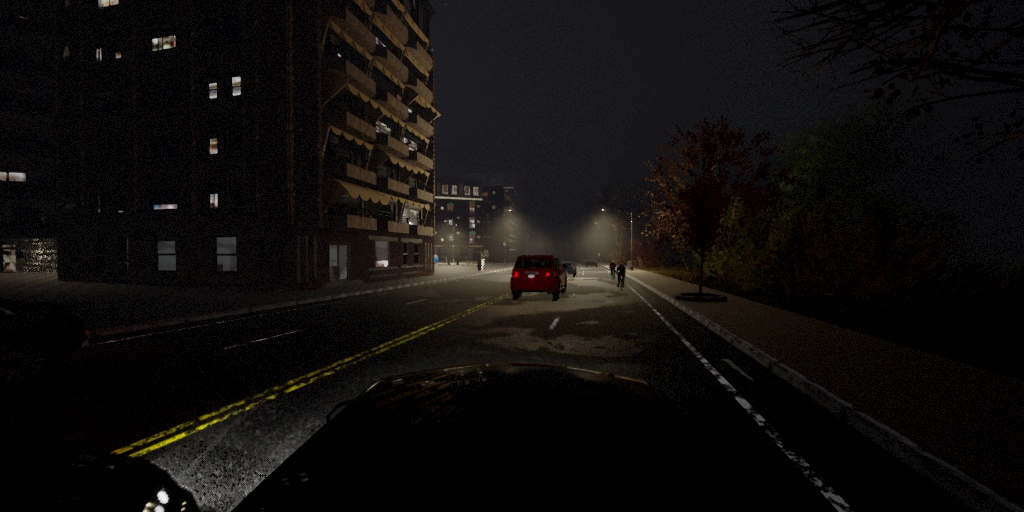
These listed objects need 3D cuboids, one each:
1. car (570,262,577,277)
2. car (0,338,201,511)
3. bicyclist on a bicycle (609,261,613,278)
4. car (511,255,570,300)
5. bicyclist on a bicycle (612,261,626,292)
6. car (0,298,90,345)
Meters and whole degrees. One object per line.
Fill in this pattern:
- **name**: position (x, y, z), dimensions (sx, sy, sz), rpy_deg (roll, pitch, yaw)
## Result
- **car**: position (5.480, 1.266, 35.766), dimensions (1.812, 1.442, 4.674), rpy_deg (0, 0, 12)
- **car**: position (-3.000, 1.314, 0.353), dimensions (1.994, 1.385, 4.181), rpy_deg (0, 0, 15)
- **bicyclist on a bicycle**: position (8.193, 1.193, 29.168), dimensions (0.582, 1.620, 1.656), rpy_deg (0, 0, 12)
- **car**: position (1.468, 0.967, 17.954), dimensions (2.150, 2.045, 5.566), rpy_deg (0, 0, 14)
- **bicyclist on a bicycle**: position (6.179, 1.196, 20.305), dimensions (0.582, 1.620, 1.656), rpy_deg (0, 0, 13)
- **car**: position (-8.855, 1.242, 4.382), dimensions (2.128, 1.511, 4.902), rpy_deg (0, 0, 15)
